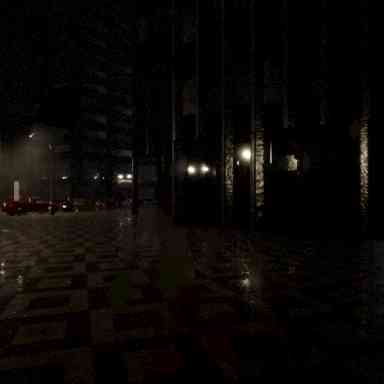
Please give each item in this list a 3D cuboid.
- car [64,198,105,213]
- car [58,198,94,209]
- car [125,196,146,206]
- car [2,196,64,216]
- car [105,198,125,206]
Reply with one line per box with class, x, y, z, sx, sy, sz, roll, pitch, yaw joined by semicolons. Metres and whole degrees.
car;-12.250;1.569;36.606;1.947;1.339;4.313;0;0;35
car;-16.037;1.538;46.115;1.887;1.381;4.507;0;0;35
car;-9.619;1.427;55.390;1.967;1.590;4.097;0;0;35
car;-15.460;1.322;31.967;2.192;1.841;5.009;0;0;35
car;-12.828;1.572;50.753;1.802;1.307;4.206;0;0;35
